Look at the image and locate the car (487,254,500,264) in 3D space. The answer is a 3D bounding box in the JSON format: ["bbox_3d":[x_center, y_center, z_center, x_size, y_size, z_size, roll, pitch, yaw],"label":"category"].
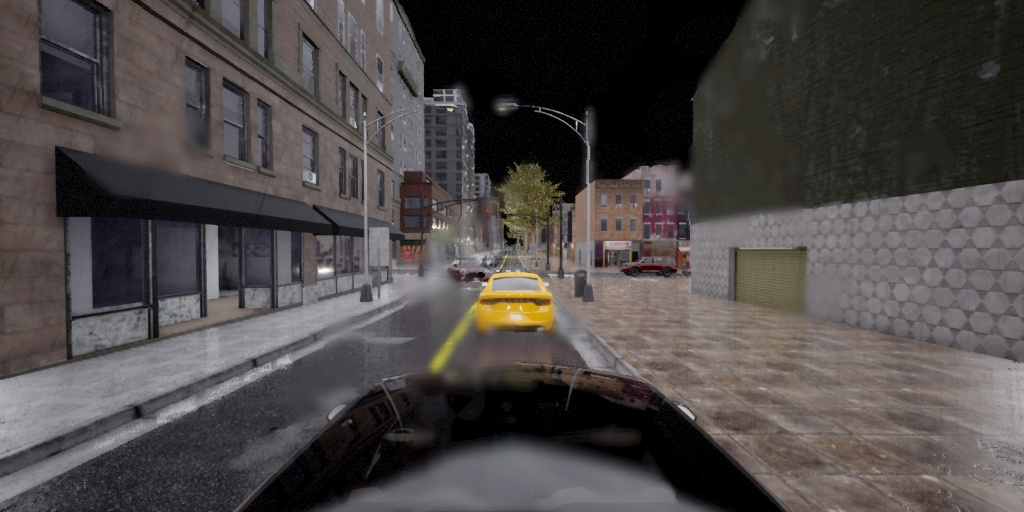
[{"bbox_3d":[-2.830,0.442,55.837,1.895,1.301,4.718,0,2,0],"label":"car"}]

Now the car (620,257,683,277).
[{"bbox_3d":[12.711,0.952,33.411,5.009,1.841,2.192,0,0,0],"label":"car"}]

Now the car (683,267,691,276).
[{"bbox_3d":[18.113,1.296,33.418,4.207,1.307,1.802,0,0,0],"label":"car"}]

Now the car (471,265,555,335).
[{"bbox_3d":[0.098,1.206,10.439,1.882,1.535,5.008,0,0,0],"label":"car"}]

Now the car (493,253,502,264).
[{"bbox_3d":[-2.828,0.613,45.997,2.128,1.511,4.902,0,2,1],"label":"car"}]

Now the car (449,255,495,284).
[{"bbox_3d":[-3.049,0.934,25.149,2.097,1.767,4.553,-1,1,-20],"label":"car"}]

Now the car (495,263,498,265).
[{"bbox_3d":[0.073,1.250,19.881,1.895,1.301,4.718,0,1,0],"label":"car"}]
